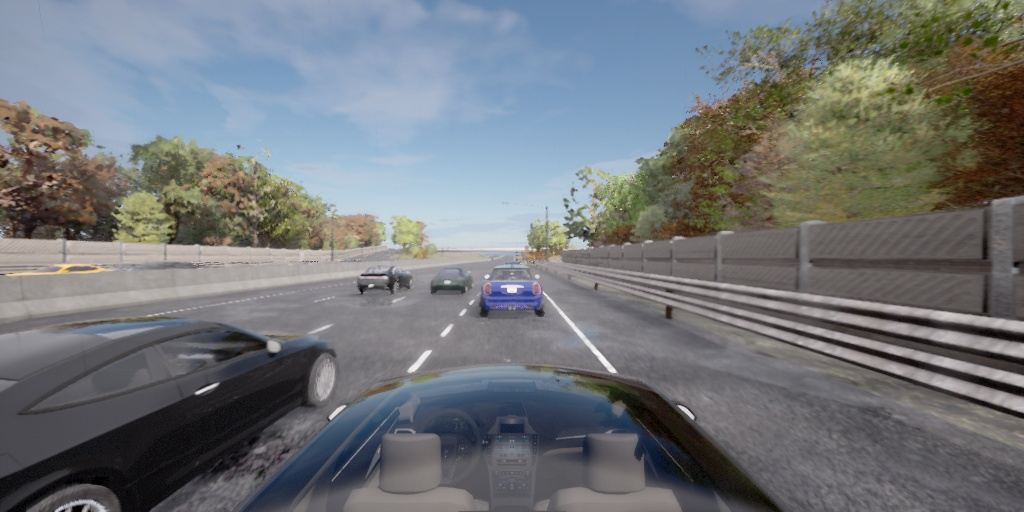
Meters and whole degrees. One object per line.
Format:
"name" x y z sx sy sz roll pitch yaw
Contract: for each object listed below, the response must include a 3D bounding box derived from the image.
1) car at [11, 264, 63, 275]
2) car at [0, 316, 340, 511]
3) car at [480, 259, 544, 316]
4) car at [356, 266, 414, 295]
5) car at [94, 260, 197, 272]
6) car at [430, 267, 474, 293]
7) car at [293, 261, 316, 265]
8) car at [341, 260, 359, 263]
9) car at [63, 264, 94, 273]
"car" -28.086 1.263 22.495 1.882 1.535 5.008 0 0 0
"car" -3.399 1.278 3.255 1.812 1.442 4.674 0 0 0
"car" 0.004 1.116 13.565 2.097 1.767 4.553 0 0 0
"car" -6.893 1.269 19.973 2.128 1.511 4.902 0 0 0
"car" -21.088 1.134 21.386 2.097 1.767 4.553 0 0 0
"car" -3.392 1.342 20.829 1.994 1.385 4.181 0 0 0
"car" -31.505 1.490 54.845 1.895 1.301 4.718 0 0 1
"car" -24.492 1.366 53.699 1.837 1.490 4.892 0 2 0
"car" -24.586 1.278 23.039 2.128 1.511 4.902 0 0 0
